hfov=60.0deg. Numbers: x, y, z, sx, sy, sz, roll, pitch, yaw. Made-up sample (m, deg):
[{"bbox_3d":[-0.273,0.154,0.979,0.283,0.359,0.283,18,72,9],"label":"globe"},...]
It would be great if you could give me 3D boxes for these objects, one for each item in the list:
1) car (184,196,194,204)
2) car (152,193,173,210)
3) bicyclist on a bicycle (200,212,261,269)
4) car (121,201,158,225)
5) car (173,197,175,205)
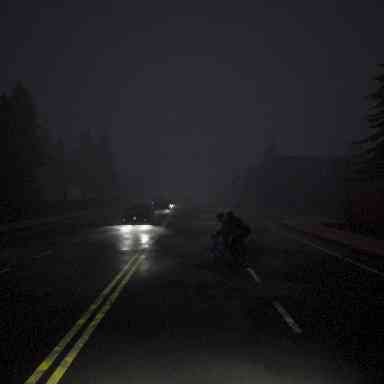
[{"bbox_3d":[-0.500,1.546,64.708,2.033,1.411,5.357,0,0,-1],"label":"car"},{"bbox_3d":[-3.992,1.352,42.789,2.097,1.767,4.553,0,0,-1],"label":"car"},{"bbox_3d":[1.023,1.452,9.787,1.656,1.620,0.582,-2,0,-4],"label":"bicyclist on a bicycle"},{"bbox_3d":[-3.818,1.564,24.092,1.994,1.385,4.181,0,0,-1],"label":"car"},{"bbox_3d":[-4.134,1.492,61.107,2.128,1.511,4.902,0,0,0],"label":"car"}]
